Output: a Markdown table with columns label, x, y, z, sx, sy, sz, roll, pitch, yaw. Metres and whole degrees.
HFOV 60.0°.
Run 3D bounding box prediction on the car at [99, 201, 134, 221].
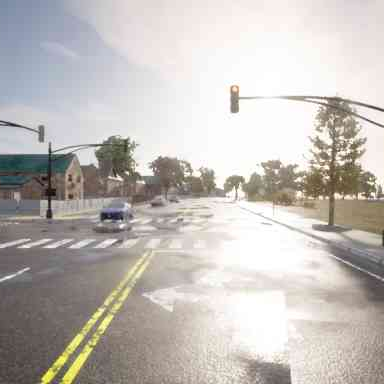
| label | x | y | z | sx | sy | sz | roll | pitch | yaw |
| --- | --- | --- | --- | --- | --- | --- | --- | --- | --- |
| car | -6.083 | 1.526 | 27.290 | 1.882 | 1.535 | 5.008 | 0 | 0 | 2 |

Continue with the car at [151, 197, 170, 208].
| label | x | y | z | sx | sy | sz | roll | pitch | yaw |
| --- | --- | --- | --- | --- | --- | --- | --- | --- | --- |
| car | -5.070 | 1.573 | 51.029 | 1.882 | 1.535 | 5.008 | 0 | 0 | 3 |

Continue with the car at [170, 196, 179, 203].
| label | x | y | z | sx | sy | sz | roll | pitch | yaw |
| --- | --- | --- | --- | --- | --- | --- | --- | --- | --- |
| car | -3.781 | 1.636 | 70.554 | 1.837 | 1.490 | 4.892 | 0 | 0 | 4 |
